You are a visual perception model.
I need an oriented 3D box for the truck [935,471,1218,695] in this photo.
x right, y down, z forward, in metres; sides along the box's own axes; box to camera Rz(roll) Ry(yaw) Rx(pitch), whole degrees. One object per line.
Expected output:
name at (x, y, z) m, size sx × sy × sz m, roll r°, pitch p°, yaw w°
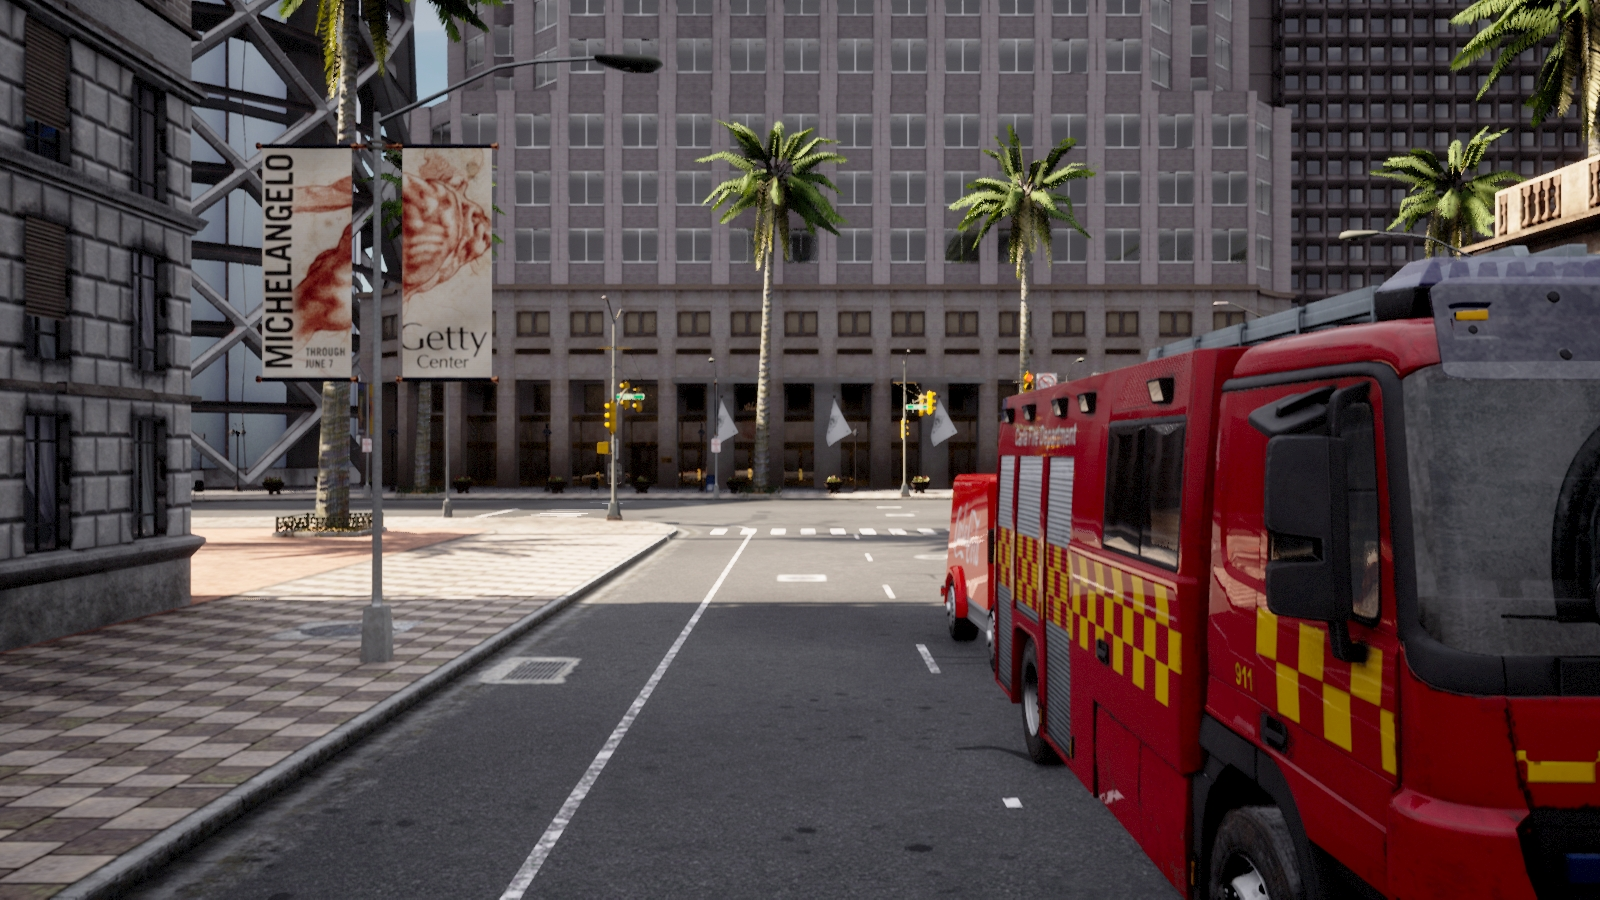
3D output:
truck at (3.477, 1.577, 15.696) m, size 2.627 × 2.467 × 5.204 m, roll 0°, pitch 0°, yaw 0°

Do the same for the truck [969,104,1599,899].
truck at (3.196, 0.896, 7.600) m, size 2.891 × 3.827 × 8.468 m, roll 0°, pitch 0°, yaw 0°
